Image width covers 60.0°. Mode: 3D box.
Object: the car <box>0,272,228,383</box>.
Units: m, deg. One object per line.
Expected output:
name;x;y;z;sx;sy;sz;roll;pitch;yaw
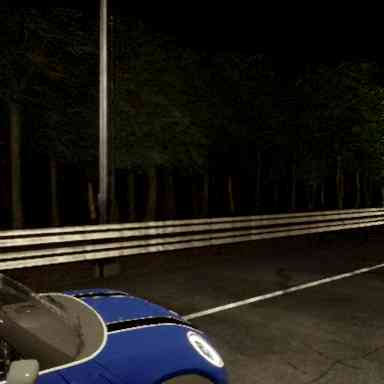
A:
car;-1.874;1.351;2.408;4.553;1.767;2.097;0;0;-36
